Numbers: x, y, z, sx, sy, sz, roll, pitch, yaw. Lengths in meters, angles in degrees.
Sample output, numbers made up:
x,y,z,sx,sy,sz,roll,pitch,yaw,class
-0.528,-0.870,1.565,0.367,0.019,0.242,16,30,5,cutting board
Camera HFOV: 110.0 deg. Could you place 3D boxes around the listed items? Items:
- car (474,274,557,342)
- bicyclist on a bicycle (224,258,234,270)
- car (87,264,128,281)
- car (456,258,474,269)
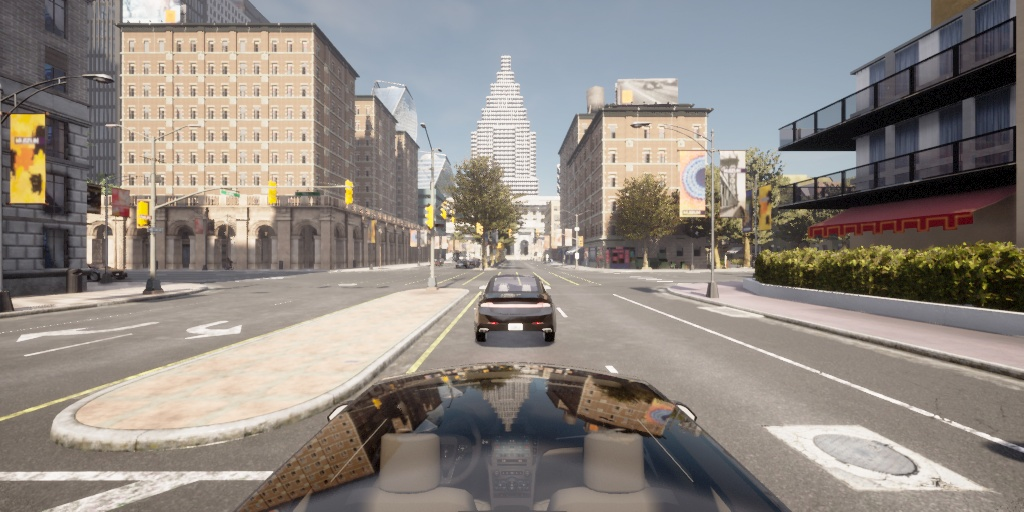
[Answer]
x,y,z,sx,sy,sz,roll,pitch,yaw,class
0.082,1.242,9.778,2.128,1.511,4.902,0,0,0,car
-37.237,1.050,47.188,0.582,1.620,1.656,0,0,0,bicyclist on a bicycle
-34.159,1.314,29.234,4.181,1.385,1.994,0,0,0,car
-8.002,1.241,58.527,2.128,1.511,4.902,0,0,0,car
